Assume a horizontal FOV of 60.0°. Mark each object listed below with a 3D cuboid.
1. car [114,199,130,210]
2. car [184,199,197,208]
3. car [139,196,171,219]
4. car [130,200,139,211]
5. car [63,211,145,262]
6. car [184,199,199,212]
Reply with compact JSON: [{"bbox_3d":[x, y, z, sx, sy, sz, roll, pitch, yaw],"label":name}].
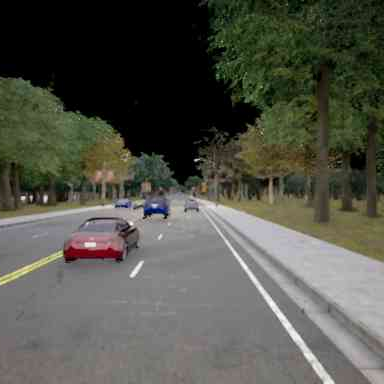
[{"bbox_3d":[-10.033,1.737,48.785,1.882,1.535,5.008,0,0,0],"label":"car"},{"bbox_3d":[-0.256,1.863,54.283,1.994,1.385,4.181,0,0,-1],"label":"car"},{"bbox_3d":[-3.229,1.369,31.312,2.150,2.045,5.566,0,0,0],"label":"car"},{"bbox_3d":[-6.753,1.799,45.167,1.994,1.385,4.181,0,0,0],"label":"car"},{"bbox_3d":[-3.160,1.616,12.339,1.994,1.385,4.181,0,0,0],"label":"car"},{"bbox_3d":[-0.055,1.766,42.785,2.033,1.411,5.357,0,0,0],"label":"car"}]
